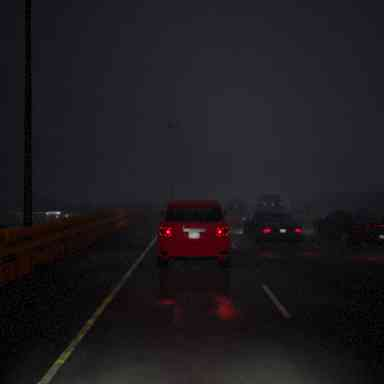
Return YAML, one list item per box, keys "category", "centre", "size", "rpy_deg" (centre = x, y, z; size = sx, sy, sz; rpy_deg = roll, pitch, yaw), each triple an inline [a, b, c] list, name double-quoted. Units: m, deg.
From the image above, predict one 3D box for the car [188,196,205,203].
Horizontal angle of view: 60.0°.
- category: "car"
  centre: [1.142, 1.706, 77.524]
  size: [2.033, 1.411, 5.357]
  rpy_deg: [0, 0, 23]

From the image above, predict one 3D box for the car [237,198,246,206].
- category: "car"
  centre: [4.629, 1.430, 35.176]
  size: [2.097, 1.767, 4.553]
  rpy_deg: [0, 0, 6]

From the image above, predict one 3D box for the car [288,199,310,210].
- category: "car"
  centre: [11.849, 1.559, 36.634]
  size: [1.882, 1.535, 5.008]
  rpy_deg: [0, 0, 7]

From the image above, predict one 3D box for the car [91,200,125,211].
- category: "car"
  centre: [-9.299, 1.633, 38.490]
  size: [2.033, 1.411, 5.357]
  rpy_deg: [0, 0, 7]

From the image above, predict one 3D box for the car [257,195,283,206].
- category: "car"
  centre: [8.026, 1.298, 34.478]
  size: [2.150, 2.045, 5.566]
  rpy_deg: [0, 0, 6]

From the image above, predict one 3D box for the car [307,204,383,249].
- category: "car"
  centre: [7.077, 1.511, 14.839]
  size: [1.882, 1.535, 5.008]
  rpy_deg: [0, 0, 0]

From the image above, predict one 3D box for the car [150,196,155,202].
- category: "car"
  centre: [-8.649, 1.704, 81.322]
  size: [1.994, 1.385, 4.181]
  rpy_deg: [0, 0, 23]

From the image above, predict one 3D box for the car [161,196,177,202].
- category: "car"
  centre: [-5.439, 1.655, 79.928]
  size: [1.837, 1.490, 4.892]
  rpy_deg: [0, 0, 23]

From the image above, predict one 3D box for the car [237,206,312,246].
- category: "car"
  centre: [3.580, 1.582, 15.553]
  size: [2.033, 1.411, 5.357]
  rpy_deg: [0, 0, 0]

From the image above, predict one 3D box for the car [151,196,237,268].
- category: "car"
  centre: [0.064, 1.248, 11.559]
  size: [2.150, 2.045, 5.566]
  rpy_deg: [0, 0, 0]

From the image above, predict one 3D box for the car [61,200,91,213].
- category: "car"
  centre: [-12.794, 1.688, 38.604]
  size: [1.895, 1.301, 4.718]
  rpy_deg: [0, 0, 7]

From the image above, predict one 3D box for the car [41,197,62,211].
- category: "car"
  centre: [-16.011, 1.655, 40.700]
  size: [1.994, 1.385, 4.181]
  rpy_deg: [0, 0, 8]

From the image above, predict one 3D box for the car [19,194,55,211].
- category: "car"
  centre: [-19.374, 1.315, 42.093]
  size: [2.150, 2.045, 5.566]
  rpy_deg: [0, 0, 8]

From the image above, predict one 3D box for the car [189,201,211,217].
- category: "car"
  centre: [0.923, 1.676, 33.844]
  size: [1.895, 1.301, 4.718]
  rpy_deg: [0, 0, 6]

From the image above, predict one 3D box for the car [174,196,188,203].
- category: "car"
  centre: [-2.534, 1.685, 77.758]
  size: [1.812, 1.442, 4.674]
  rpy_deg: [0, 0, 21]
